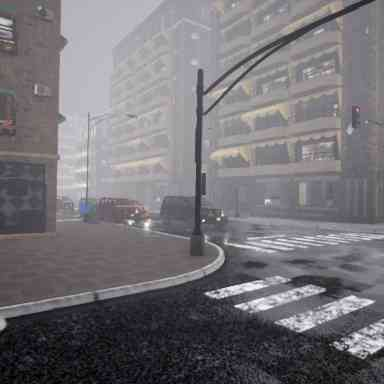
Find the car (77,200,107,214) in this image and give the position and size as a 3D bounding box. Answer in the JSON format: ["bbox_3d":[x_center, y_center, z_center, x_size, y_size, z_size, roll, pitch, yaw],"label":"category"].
[{"bbox_3d":[-11.361,1.661,37.715,1.994,1.385,4.181,1,-1,-35],"label":"car"}]

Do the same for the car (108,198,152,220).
[{"bbox_3d":[-5.622,1.414,29.633,2.097,1.767,4.553,1,-1,-35],"label":"car"}]

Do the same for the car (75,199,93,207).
[{"bbox_3d":[-18.621,1.873,57.221,1.802,1.307,4.206,1,-1,-35],"label":"car"}]

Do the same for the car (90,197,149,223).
[{"bbox_3d":[-5.640,1.313,25.398,2.192,1.841,5.009,1,-1,-35],"label":"car"}]

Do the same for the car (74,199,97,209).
[{"bbox_3d":[-15.654,1.730,48.810,1.812,1.442,4.674,1,-1,-35],"label":"car"}]

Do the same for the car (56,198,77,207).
[{"bbox_3d":[-21.585,1.793,57.142,2.033,1.411,5.357,1,-1,-35],"label":"car"}]

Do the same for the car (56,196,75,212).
[{"bbox_3d":[-15.339,1.372,39.027,2.192,1.841,5.009,1,-1,-35],"label":"car"}]

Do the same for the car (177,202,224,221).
[{"bbox_3d":[0.676,1.692,30.103,1.752,1.417,4.829,1,-1,-35],"label":"car"}]

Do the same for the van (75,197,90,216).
[{"bbox_3d":[-8.874,1.358,29.941,1.690,1.788,3.998,1,-1,-35],"label":"van"}]

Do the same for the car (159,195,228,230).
[{"bbox_3d":[-0.047,1.253,21.789,2.150,2.045,5.566,2,-1,-36],"label":"car"}]
